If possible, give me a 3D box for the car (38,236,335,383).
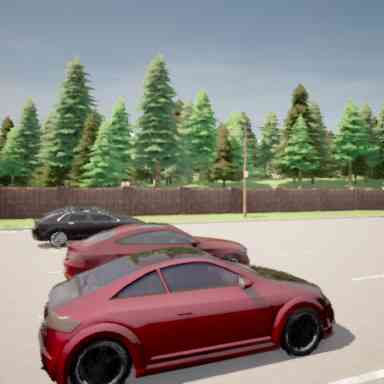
[{"bbox_3d":[-0.003,1.559,4.992,4.181,1.385,1.994,0,0,-21],"label":"car"}]

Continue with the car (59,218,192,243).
[{"bbox_3d":[-0.795,1.516,8.449,4.674,1.442,1.812,0,0,-21],"label":"car"}]

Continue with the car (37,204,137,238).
[{"bbox_3d":[-5.559,1.479,17.860,4.892,1.490,1.837,0,0,-21],"label":"car"}]

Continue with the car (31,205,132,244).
[{"bbox_3d":[-4.319,1.484,14.586,4.892,1.490,1.837,0,0,-21],"label":"car"}]
